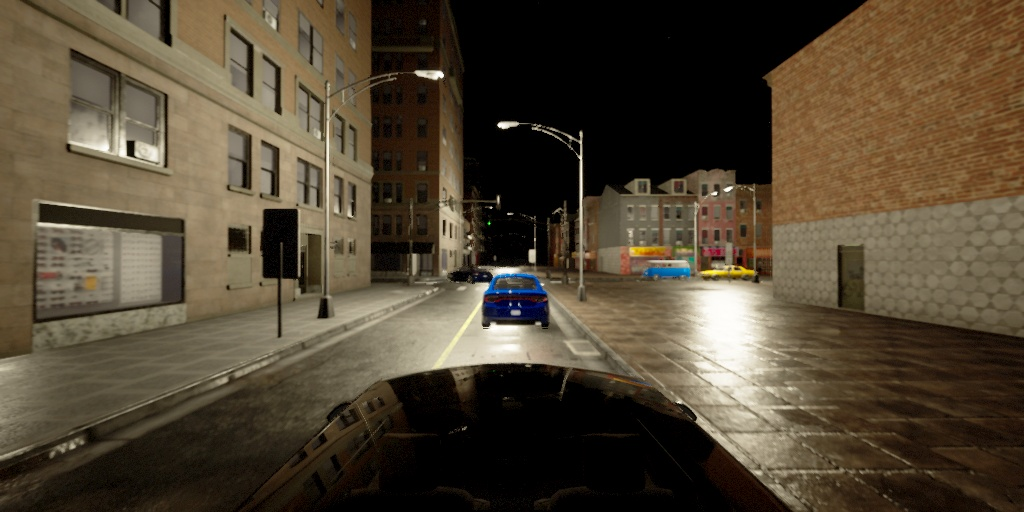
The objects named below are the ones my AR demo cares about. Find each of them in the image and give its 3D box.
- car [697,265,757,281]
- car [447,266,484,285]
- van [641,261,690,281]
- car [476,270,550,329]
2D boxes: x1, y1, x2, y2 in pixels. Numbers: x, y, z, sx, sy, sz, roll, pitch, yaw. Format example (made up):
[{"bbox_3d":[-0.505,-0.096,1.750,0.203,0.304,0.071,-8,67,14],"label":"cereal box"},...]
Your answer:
[{"bbox_3d":[19.166,1.491,32.019,4.829,1.417,1.751,0,0,0],"label":"car"},{"bbox_3d":[-3.422,1.520,28.779,1.994,1.385,4.181,1,-1,-42],"label":"car"},{"bbox_3d":[13.725,1.311,32.025,3.998,1.789,1.690,0,0,0],"label":"van"},{"bbox_3d":[0.097,1.301,11.641,1.882,1.535,5.008,0,0,0],"label":"car"}]
